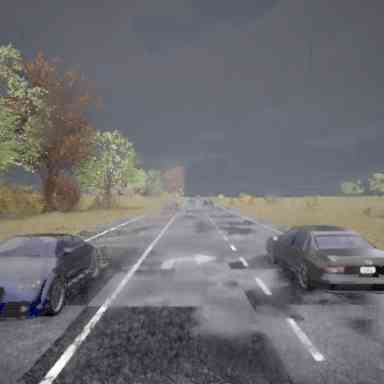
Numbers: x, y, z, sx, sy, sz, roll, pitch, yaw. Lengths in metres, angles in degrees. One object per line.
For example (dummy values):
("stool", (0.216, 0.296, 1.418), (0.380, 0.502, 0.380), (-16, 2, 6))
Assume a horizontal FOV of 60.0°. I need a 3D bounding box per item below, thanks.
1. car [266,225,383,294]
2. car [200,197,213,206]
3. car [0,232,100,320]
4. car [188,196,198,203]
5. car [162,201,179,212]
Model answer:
("car", (3.490, 1.622, 9.118), (2.033, 1.411, 5.357), (0, -1, 0))
("car", (3.437, 1.980, 71.193), (2.097, 1.767, 4.553), (0, -1, 0))
("car", (-3.504, 1.639, 7.490), (1.994, 1.385, 4.181), (0, -1, 0))
("car", (-0.083, 2.394, 94.580), (1.994, 1.385, 4.181), (0, -1, 0))
("car", (-2.837, 1.930, 44.391), (1.837, 1.490, 4.892), (-1, 0, 5))
